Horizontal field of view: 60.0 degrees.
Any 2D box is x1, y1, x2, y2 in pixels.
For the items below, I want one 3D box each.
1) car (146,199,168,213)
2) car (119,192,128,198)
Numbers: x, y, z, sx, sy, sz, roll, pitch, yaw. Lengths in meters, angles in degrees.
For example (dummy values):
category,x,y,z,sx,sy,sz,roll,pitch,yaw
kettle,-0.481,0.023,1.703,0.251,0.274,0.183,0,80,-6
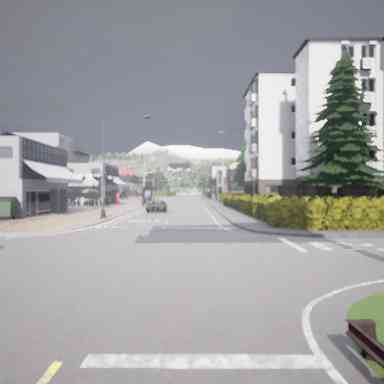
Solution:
category,x,y,z,sx,sy,sz,roll,pitch,yaw
car,-3.513,1.449,33.945,1.994,1.385,4.181,0,1,0
car,-18.959,1.105,92.527,2.007,1.523,4.514,0,0,0
